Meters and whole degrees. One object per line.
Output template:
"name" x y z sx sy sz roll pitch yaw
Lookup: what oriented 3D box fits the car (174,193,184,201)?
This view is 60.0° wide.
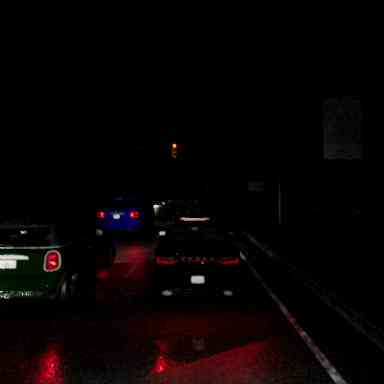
"car" -3.347 1.260 85.672 2.150 2.045 5.566 0 0 0

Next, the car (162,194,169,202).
"car" -6.867 1.576 74.226 2.033 1.411 5.357 0 0 0

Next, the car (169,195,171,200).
"car" -6.840 1.405 89.519 1.882 1.535 5.008 0 0 0

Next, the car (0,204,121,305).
"car" -3.386 1.356 8.268 2.097 1.767 4.553 0 0 0

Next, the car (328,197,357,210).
"car" 19.319 1.372 41.561 4.553 1.767 2.097 0 0 3

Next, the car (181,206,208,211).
"car" 0.133 1.500 18.169 2.128 1.511 4.902 0 0 0

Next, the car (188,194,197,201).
"car" 0.154 1.390 85.989 2.097 1.767 4.553 0 0 0

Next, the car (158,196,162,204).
"car" -6.968 1.533 58.640 1.837 1.490 4.892 0 0 0

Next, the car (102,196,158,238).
"car" -3.388 1.230 17.916 2.150 2.045 5.566 0 0 2

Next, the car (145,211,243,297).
"car" 0.116 1.482 8.670 1.882 1.535 5.008 0 0 0
